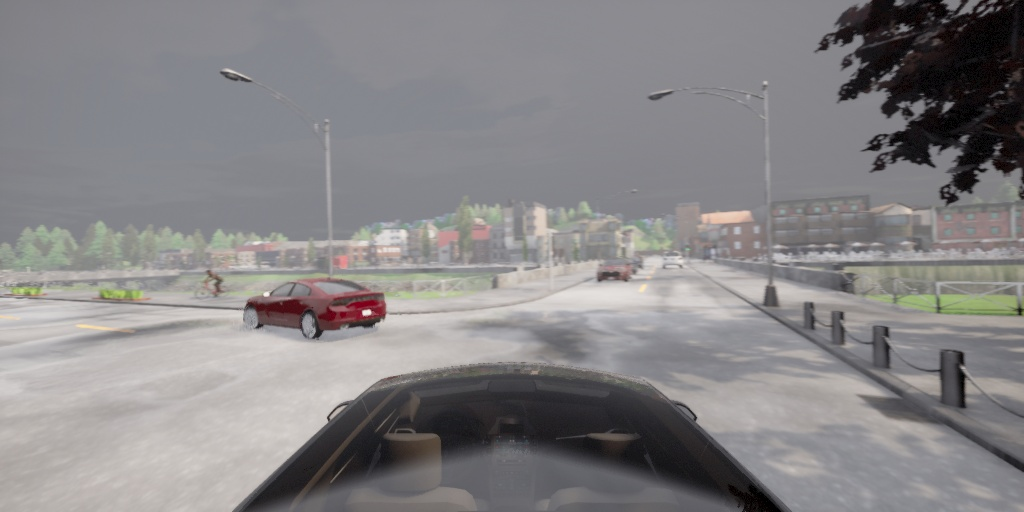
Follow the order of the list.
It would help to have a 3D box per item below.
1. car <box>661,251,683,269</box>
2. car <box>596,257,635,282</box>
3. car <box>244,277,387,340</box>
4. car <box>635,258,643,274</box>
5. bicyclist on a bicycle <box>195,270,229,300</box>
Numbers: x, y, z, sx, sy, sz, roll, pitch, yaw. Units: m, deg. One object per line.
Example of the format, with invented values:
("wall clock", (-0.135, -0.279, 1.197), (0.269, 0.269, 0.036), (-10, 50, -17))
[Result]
("car", (19.441, 0.450, 43.563), (2.150, 2.045, 5.566), (-2, 0, 23))
("car", (7.472, 0.906, 26.058), (2.097, 1.767, 4.553), (-2, 0, 23))
("car", (-5.946, 1.399, 10.681), (5.008, 1.535, 1.882), (-2, -1, 31))
("car", (11.096, 0.949, 34.564), (2.128, 1.511, 4.902), (-2, 0, 23))
("bicyclist on a bicycle", (-16.726, 1.578, 20.017), (0.582, 1.620, 1.656), (-2, 0, 23))
